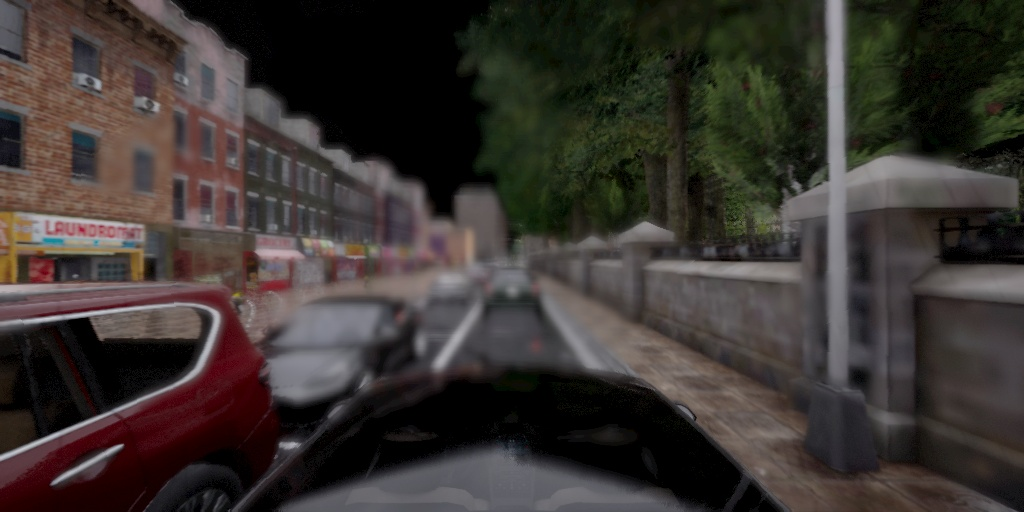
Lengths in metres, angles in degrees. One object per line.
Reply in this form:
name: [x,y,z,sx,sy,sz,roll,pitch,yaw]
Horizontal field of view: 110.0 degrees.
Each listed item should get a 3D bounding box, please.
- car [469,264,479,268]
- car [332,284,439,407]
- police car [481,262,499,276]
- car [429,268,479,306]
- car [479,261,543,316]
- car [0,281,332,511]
car: [-2.641,1.424,26.914,1.967,1.591,4.097,0,0,0]
car: [-2.653,1.354,5.834,1.948,1.339,4.313,0,0,0]
police car: [-2.738,1.582,45.221,1.930,1.638,5.238,0,-1,0]
car: [-2.647,1.437,16.374,2.007,1.370,4.403,0,0,0]
car: [0.046,1.217,14.143,2.097,1.767,4.553,0,-1,1]
car: [-2.656,1.054,0.564,2.192,1.841,5.009,0,0,0]
